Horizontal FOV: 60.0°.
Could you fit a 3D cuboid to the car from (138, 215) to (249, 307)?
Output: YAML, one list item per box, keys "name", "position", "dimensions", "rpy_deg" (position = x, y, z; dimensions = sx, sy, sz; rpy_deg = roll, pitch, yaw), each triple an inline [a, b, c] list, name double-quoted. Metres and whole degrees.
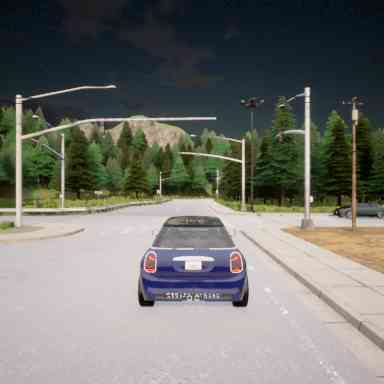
- name: "car"
  position: [0.042, 1.349, 8.150]
  dimensions: [2.097, 1.767, 4.553]
  rpy_deg: [0, 0, 0]

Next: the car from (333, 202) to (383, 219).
- name: "car"
  position: [14.515, 1.591, 28.770]
  dimensions: [4.181, 1.385, 1.994]
  rpy_deg: [0, 0, 1]
